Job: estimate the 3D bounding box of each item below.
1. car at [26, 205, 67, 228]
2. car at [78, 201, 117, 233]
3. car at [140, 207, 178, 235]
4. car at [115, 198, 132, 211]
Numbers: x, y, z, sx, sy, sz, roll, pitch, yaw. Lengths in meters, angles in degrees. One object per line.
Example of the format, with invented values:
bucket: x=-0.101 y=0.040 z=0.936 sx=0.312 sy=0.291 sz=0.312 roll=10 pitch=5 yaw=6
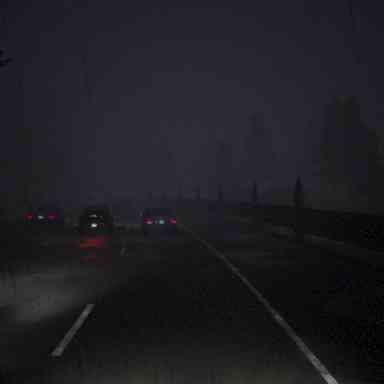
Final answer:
car: x=-9.773 y=1.583 z=22.613 sx=2.033 sy=1.411 sz=5.357 roll=0 pitch=0 yaw=-13
car: x=-5.728 y=1.529 z=20.171 sx=1.837 sy=1.490 sz=4.892 roll=0 pitch=0 yaw=-11
car: x=-1.941 y=1.562 z=19.054 sx=2.033 sy=1.411 sz=5.357 roll=0 pitch=0 yaw=-10
car: x=-8.837 y=1.520 z=41.752 sx=1.882 sy=1.535 sz=5.008 roll=0 pitch=0 yaw=-23
